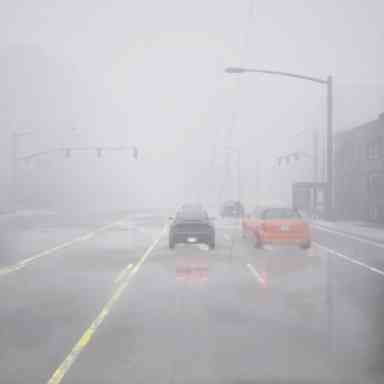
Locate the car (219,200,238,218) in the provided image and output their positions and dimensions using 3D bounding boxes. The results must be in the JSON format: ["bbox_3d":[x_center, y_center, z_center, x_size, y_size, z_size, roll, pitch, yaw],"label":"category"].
[{"bbox_3d":[3.500,1.484,29.650,1.882,1.535,5.008,0,0,0],"label":"car"}]

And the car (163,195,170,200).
[{"bbox_3d":[-7.000,1.526,91.494,2.033,1.411,5.357,0,0,0],"label":"car"}]

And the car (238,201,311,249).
[{"bbox_3d":[3.500,1.365,14.620,2.097,1.767,4.553,0,0,0],"label":"car"}]

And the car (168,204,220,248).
[{"bbox_3d":[0.000,1.515,14.650,1.837,1.490,4.892,0,0,0],"label":"car"}]
